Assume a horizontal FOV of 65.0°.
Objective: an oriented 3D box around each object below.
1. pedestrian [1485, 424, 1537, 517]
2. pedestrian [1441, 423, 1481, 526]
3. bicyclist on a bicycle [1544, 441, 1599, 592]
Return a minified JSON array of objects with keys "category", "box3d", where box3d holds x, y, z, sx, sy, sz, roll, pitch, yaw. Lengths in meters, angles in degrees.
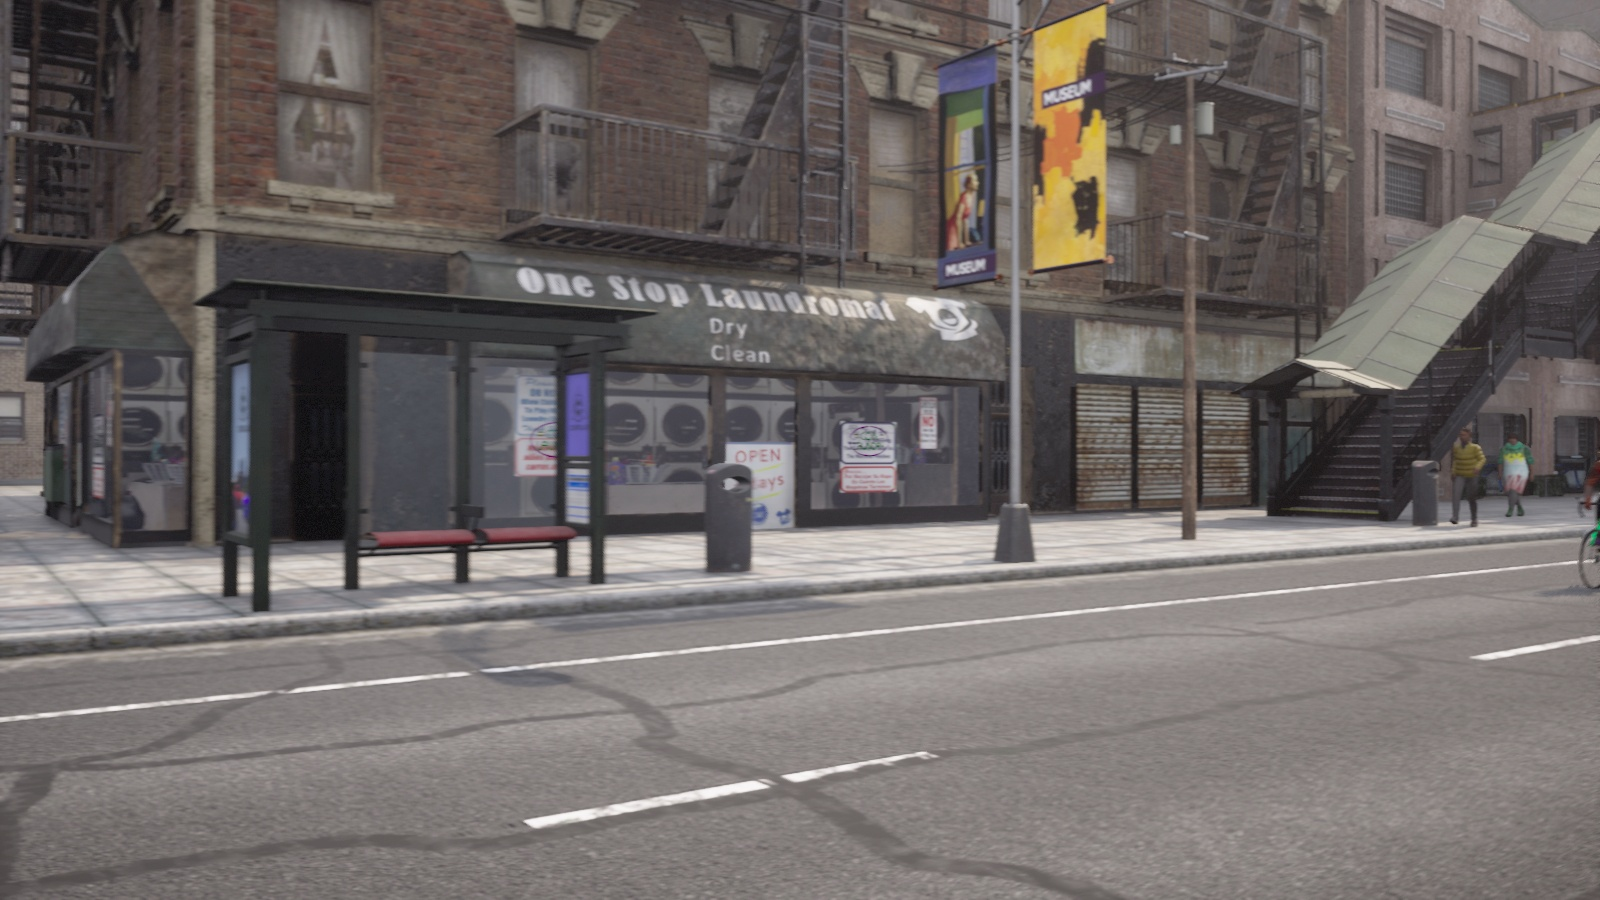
[{"category":"pedestrian","box3d":[15.237,0.434,26.910,0.873,1.952,0.659,0,0,-37]},{"category":"pedestrian","box3d":[11.994,0.431,22.787,0.709,1.840,0.431,0,0,-42]},{"category":"bicyclist on a bicycle","box3d":[9.095,0.713,14.137,1.656,1.620,0.582,0,0,-34]}]
